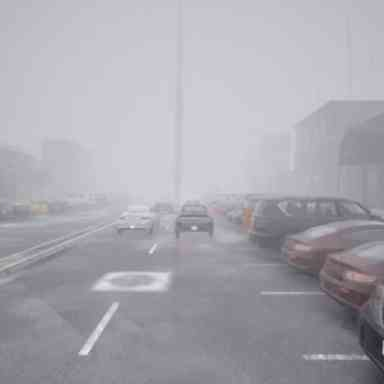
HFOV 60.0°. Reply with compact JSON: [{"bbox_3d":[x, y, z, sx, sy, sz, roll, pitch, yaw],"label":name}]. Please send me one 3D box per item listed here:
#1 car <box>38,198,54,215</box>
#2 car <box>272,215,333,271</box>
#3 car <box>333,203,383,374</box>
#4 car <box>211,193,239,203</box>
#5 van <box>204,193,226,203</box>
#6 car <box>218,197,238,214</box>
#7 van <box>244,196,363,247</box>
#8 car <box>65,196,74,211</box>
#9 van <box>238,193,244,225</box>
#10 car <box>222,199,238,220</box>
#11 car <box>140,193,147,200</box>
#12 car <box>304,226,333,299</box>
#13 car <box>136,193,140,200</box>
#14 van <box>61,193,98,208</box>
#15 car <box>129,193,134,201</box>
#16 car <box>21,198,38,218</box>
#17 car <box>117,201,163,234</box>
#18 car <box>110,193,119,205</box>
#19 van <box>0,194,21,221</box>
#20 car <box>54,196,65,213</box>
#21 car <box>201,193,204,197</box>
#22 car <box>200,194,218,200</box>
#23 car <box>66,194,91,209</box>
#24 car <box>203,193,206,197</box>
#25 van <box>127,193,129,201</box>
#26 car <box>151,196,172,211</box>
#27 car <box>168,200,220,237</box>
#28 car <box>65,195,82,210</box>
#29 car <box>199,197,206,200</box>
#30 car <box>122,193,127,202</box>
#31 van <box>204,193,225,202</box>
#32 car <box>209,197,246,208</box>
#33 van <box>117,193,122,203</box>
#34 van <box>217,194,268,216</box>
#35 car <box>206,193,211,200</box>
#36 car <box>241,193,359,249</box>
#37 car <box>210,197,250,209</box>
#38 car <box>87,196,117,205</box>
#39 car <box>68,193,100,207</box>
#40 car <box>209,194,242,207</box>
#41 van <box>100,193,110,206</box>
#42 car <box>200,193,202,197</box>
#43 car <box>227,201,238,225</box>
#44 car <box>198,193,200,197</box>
[{"bbox_3d":[-15.650,1.381,29.626,5.366,1.575,1.946,0,0,0],"label":"car"},{"bbox_3d":[4.713,1.474,8.626,4.674,1.452,2.002,0,0,0],"label":"car"},{"bbox_3d":[4.683,1.211,3.192,5.566,2.045,2.435,0,0,0],"label":"car"},{"bbox_3d":[4.700,1.120,28.080,5.566,2.045,2.435,0,0,0],"label":"car"},{"bbox_3d":[4.872,1.188,69.765,4.442,1.987,1.878,0,0,0],"label":"van"},{"bbox_3d":[4.720,1.379,25.299,4.892,1.521,2.231,0,0,0],"label":"car"},{"bbox_3d":[4.602,1.184,14.184,4.442,1.987,1.878,0,0,0],"label":"van"},{"bbox_3d":[-15.495,1.410,35.140,4.792,1.488,2.163,0,0,0],"label":"car"},{"bbox_3d":[4.838,1.175,16.961,4.442,1.987,1.878,0,0,0],"label":"van"},{"bbox_3d":[4.695,1.413,22.521,4.792,1.488,2.163,0,0,0],"label":"car"},{"bbox_3d":[-15.444,1.513,90.291,4.792,1.488,2.163,0,0,0],"label":"car"},{"bbox_3d":[4.711,1.487,5.911,4.674,1.452,2.002,0,0,0],"label":"car"},{"bbox_3d":[-15.500,1.213,76.503,5.566,2.045,2.435,0,0,0],"label":"car"},{"bbox_3d":[-15.584,1.161,46.169,4.442,1.987,1.878,0,0,0],"label":"van"},{"bbox_3d":[-15.499,1.191,68.228,5.566,2.045,2.435,0,0,0],"label":"car"},{"bbox_3d":[-15.462,1.428,26.868,4.674,1.452,2.002,0,0,0],"label":"car"},{"bbox_3d":[-2.888,1.441,18.480,1.812,1.442,4.674,0,0,0],"label":"car"},{"bbox_3d":[-15.283,1.399,54.440,5.366,1.575,1.946,0,0,0],"label":"car"},{"bbox_3d":[-15.347,1.166,24.234,4.442,1.987,1.878,0,0,0],"label":"van"},{"bbox_3d":[-15.459,1.383,32.382,4.892,1.521,2.231,0,0,0],"label":"car"},{"bbox_3d":[4.745,1.393,61.426,5.008,1.535,2.097,0,0,0],"label":"car"},{"bbox_3d":[4.777,1.460,94.780,5.008,1.535,2.097,0,0,0],"label":"car"},{"bbox_3d":[-15.472,1.381,40.655,5.008,1.535,2.097,0,0,0],"label":"car"},{"bbox_3d":[4.742,1.380,55.866,5.008,1.535,2.097,0,0,0],"label":"car"},{"bbox_3d":[-15.353,1.208,65.470,4.442,1.987,1.878,0,0,0],"label":"van"},{"bbox_3d":[-2.877,1.409,34.217,1.812,1.442,4.674,0,0,0],"label":"car"},{"bbox_3d":[0.110,1.410,17.519,2.128,1.511,4.902,0,0,0],"label":"car"},{"bbox_3d":[-15.469,1.420,37.897,4.674,1.452,2.002,0,0,0],"label":"car"},{"bbox_3d":[0.122,1.448,33.584,1.994,1.385,4.181,0,0,0],"label":"car"},{"bbox_3d":[-15.475,1.425,62.712,5.008,1.535,2.097,0,0,0],"label":"car"},{"bbox_3d":[4.874,1.195,72.544,4.442,1.987,1.878,0,0,0],"label":"van"},{"bbox_3d":[4.737,1.403,44.752,4.674,1.452,2.002,0,0,0],"label":"car"},{"bbox_3d":[-15.586,1.191,59.955,4.442,1.987,1.878,0,0,0],"label":"van"},{"bbox_3d":[4.613,1.142,30.857,4.442,1.987,1.878,0,0,0],"label":"van"},{"bbox_3d":[4.705,1.110,36.414,5.566,2.045,2.435,0,0,0],"label":"car"},{"bbox_3d":[4.746,1.171,11.404,5.566,2.045,2.435,0,0,0],"label":"car"},{"bbox_3d":[4.731,1.363,41.973,4.892,1.521,2.231,0,0,0],"label":"car"},{"bbox_3d":[-15.466,1.449,57.197,4.674,1.452,2.002,0,0,0],"label":"car"},{"bbox_3d":[-15.495,1.132,43.411,5.566,2.045,2.435,0,0,0],"label":"car"},{"bbox_3d":[4.710,1.240,47.531,4.553,1.767,2.185,0,0,0],"label":"car"},{"bbox_3d":[-15.585,1.170,51.682,4.442,1.987,1.878,0,0,0],"label":"van"},{"bbox_3d":[4.753,1.428,75.324,4.892,1.521,2.231,0,0,0],"label":"car"},{"bbox_3d":[4.720,1.431,19.867,4.674,1.452,2.002,0,0,0],"label":"car"},{"bbox_3d":[4.737,1.477,86.441,4.792,1.488,2.163,0,0,0],"label":"car"}]
